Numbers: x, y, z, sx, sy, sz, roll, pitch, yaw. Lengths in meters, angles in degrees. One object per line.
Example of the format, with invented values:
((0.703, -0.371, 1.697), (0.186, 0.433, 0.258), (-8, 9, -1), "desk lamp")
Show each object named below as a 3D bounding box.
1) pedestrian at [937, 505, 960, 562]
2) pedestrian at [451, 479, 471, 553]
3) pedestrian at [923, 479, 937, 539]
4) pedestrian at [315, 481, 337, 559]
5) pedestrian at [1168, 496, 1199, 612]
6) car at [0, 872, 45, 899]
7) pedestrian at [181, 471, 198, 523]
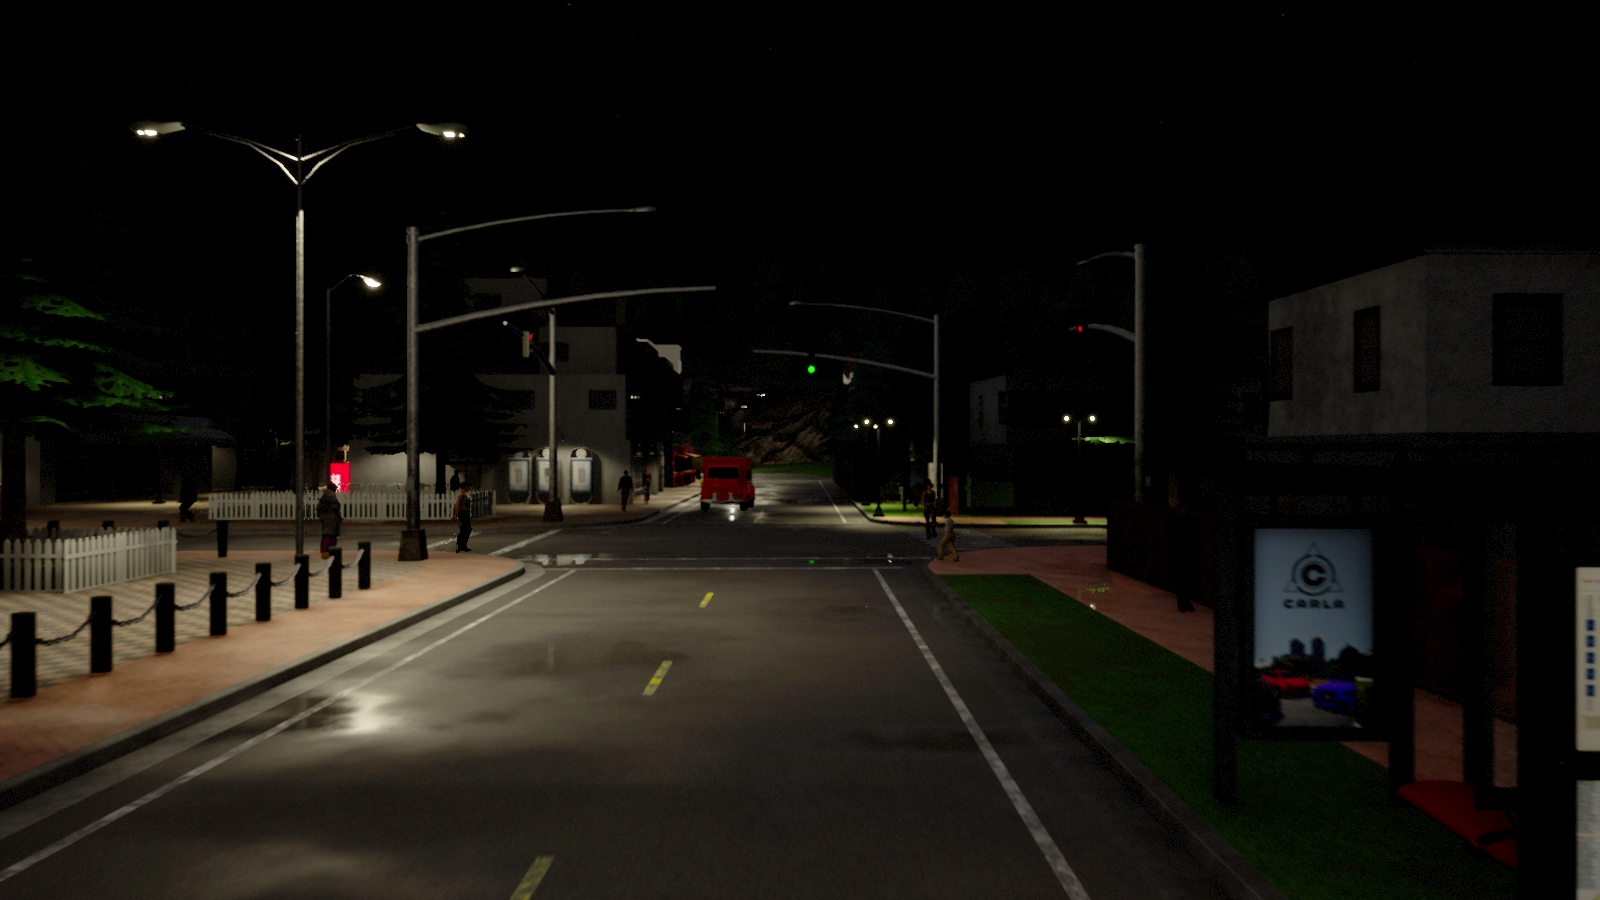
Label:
((3.502, 1.959, 26.986), (0.375, 1.300, 0.375), (0, 0, -44), "pedestrian")
((-8.687, 1.691, 29.288), (0.375, 1.860, 0.375), (0, 0, 4), "pedestrian")
((4.011, 1.819, 35.354), (0.375, 1.860, 0.375), (0, 0, -5), "pedestrian")
((-11.556, 1.690, 27.848), (0.375, 1.860, 0.375), (0, 0, 42), "pedestrian")
((6.220, 1.677, 18.527), (0.375, 1.860, 0.375), (0, 0, 0), "pedestrian")
((-3.490, 2.086, 1.057), (2.033, 1.411, 5.357), (0, 0, 0), "car")
((-21.979, 1.692, 41.130), (0.375, 1.860, 0.375), (0, 0, 3), "pedestrian")
